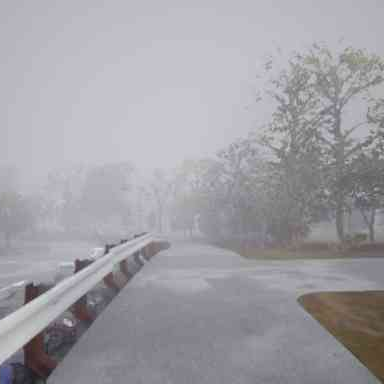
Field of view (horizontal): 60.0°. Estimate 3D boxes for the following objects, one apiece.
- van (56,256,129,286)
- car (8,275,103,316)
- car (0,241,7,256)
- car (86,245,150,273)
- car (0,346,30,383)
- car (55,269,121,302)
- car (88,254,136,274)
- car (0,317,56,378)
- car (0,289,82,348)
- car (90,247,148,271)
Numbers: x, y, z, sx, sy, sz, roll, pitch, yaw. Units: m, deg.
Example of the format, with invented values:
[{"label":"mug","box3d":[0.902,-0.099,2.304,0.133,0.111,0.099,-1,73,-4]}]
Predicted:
[{"label":"van","box3d":[-6.845,5.663,22.383,4.442,1.987,1.878,2,-4,-20]},{"label":"car","box3d":[-6.967,5.358,16.301,4.553,1.767,2.185,2,-4,-20]},{"label":"car","box3d":[-23.989,6.631,37.378,5.566,2.045,2.435,1,-4,-20]},{"label":"car","box3d":[-6.970,6.234,31.406,5.566,2.045,2.435,2,-4,-20]},{"label":"car","box3d":[-6.863,4.632,7.275,5.566,2.045,2.435,2,-4,-20]},{"label":"car","box3d":[-6.936,5.685,19.307,4.892,1.521,2.231,2,-4,-20]},{"label":"car","box3d":[-6.933,5.959,25.353,4.553,1.767,2.185,2,-4,-20]},{"label":"car","box3d":[-6.936,5.111,10.251,4.792,1.488,2.163,2,-4,-20]},{"label":"car","box3d":[-6.946,5.157,13.279,4.553,1.767,2.185,2,-4,-20]},{"label":"car","box3d":[-6.998,6.031,28.352,5.566,2.045,2.435,2,-4,-20]}]
